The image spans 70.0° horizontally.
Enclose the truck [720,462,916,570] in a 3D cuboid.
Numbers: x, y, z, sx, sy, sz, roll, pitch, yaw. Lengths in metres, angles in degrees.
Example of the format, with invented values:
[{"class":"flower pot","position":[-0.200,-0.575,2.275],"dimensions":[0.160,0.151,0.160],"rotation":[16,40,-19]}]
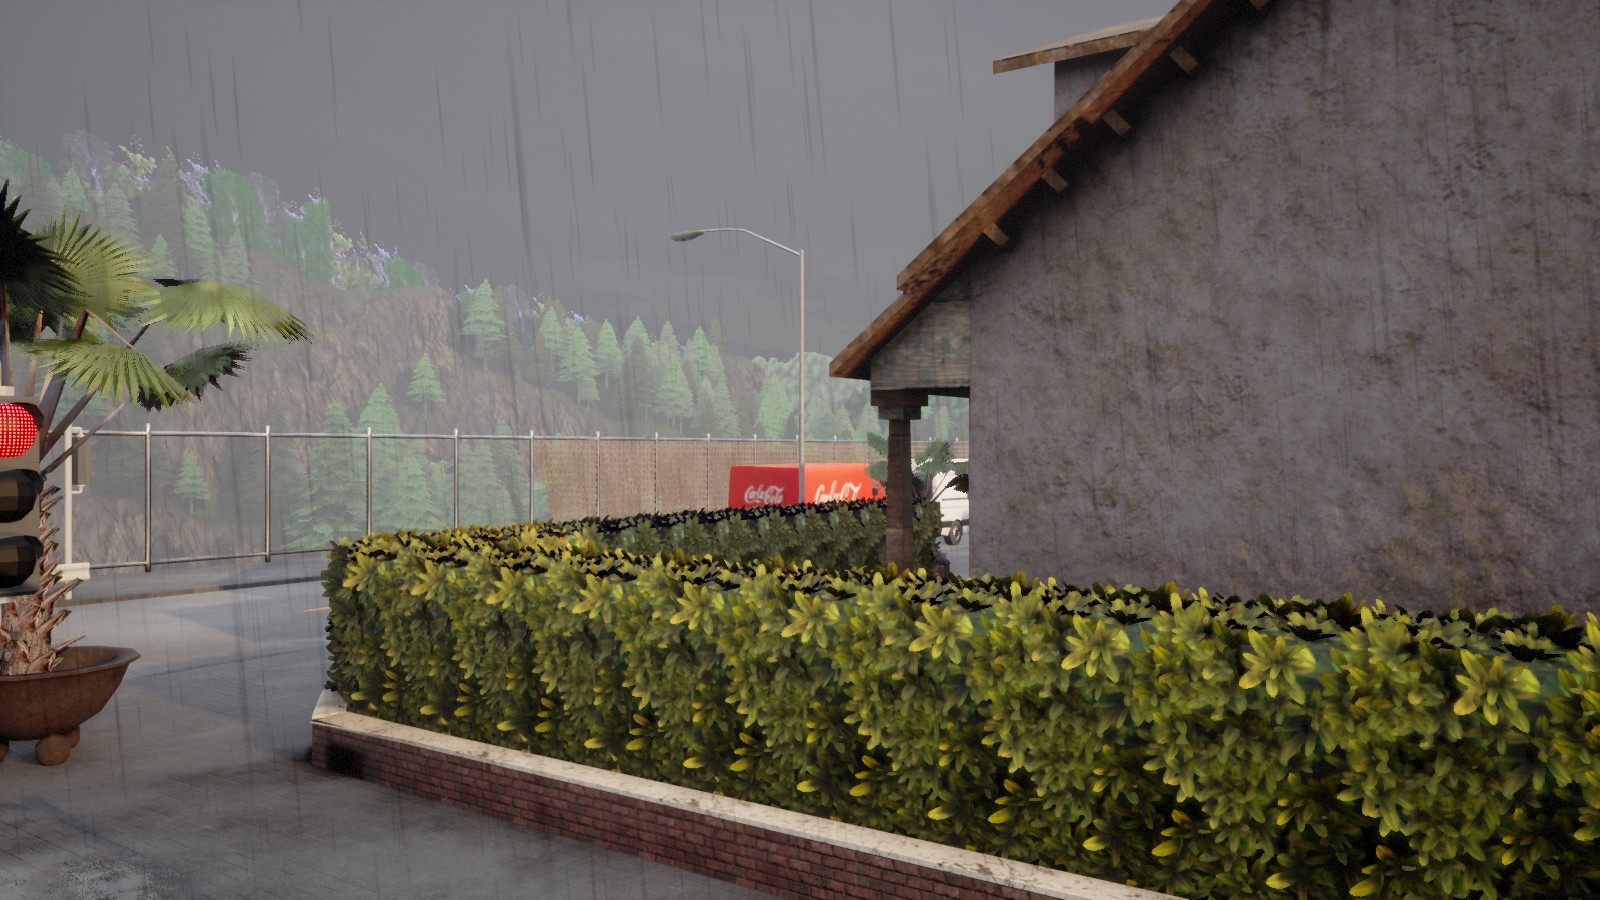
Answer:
[{"class":"truck","position":[0.584,1.568,29.600],"dimensions":[2.627,2.467,5.204],"rotation":[0,0,35]}]
